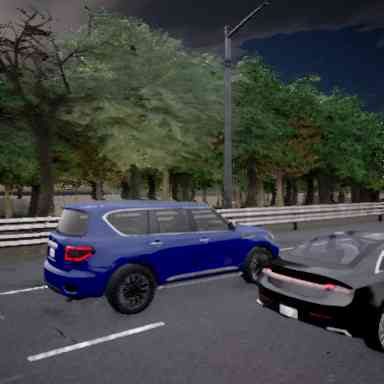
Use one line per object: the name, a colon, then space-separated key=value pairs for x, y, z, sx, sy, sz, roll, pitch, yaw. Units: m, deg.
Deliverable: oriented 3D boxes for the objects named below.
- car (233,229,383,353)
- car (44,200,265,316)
car: x=3.346 y=1.475 z=6.134 sx=4.902 sy=1.511 sz=2.128 roll=0 pitch=0 yaw=-36
car: x=-0.416 y=1.210 z=7.747 sx=5.566 sy=2.045 sz=2.150 roll=0 pitch=0 yaw=-36
